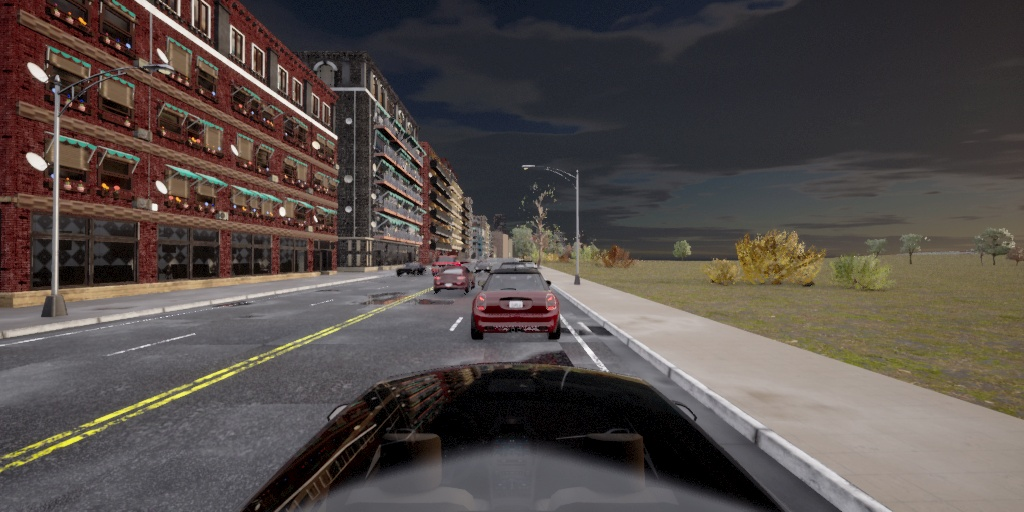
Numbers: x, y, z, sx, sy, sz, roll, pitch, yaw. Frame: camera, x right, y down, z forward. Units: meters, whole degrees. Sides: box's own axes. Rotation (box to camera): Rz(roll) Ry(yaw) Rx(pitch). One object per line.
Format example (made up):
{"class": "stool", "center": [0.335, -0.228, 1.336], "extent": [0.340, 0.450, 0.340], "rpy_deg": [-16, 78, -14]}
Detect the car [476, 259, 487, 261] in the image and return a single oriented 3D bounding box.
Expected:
{"class": "car", "center": [-3.206, 1.354, 41.341], "extent": [1.895, 1.301, 4.718], "rpy_deg": [0, 0, 0]}

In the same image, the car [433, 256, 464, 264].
{"class": "car", "center": [-6.652, 0.975, 36.561], "extent": [2.150, 2.045, 5.566], "rpy_deg": [0, 0, 0]}

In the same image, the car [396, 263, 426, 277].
{"class": "car", "center": [-9.899, 1.354, 35.323], "extent": [1.895, 1.301, 4.718], "rpy_deg": [0, 0, 0]}

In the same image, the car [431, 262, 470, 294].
{"class": "car", "center": [-3.177, 1.279, 20.214], "extent": [1.812, 1.442, 4.674], "rpy_deg": [0, 0, 0]}

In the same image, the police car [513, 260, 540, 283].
{"class": "police car", "center": [1.098, 1.179, 29.419], "extent": [1.930, 1.638, 5.238], "rpy_deg": [0, 0, 0]}

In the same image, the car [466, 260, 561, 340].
{"class": "car", "center": [0.080, 1.103, 10.151], "extent": [2.097, 1.767, 4.553], "rpy_deg": [0, 0, 0]}
